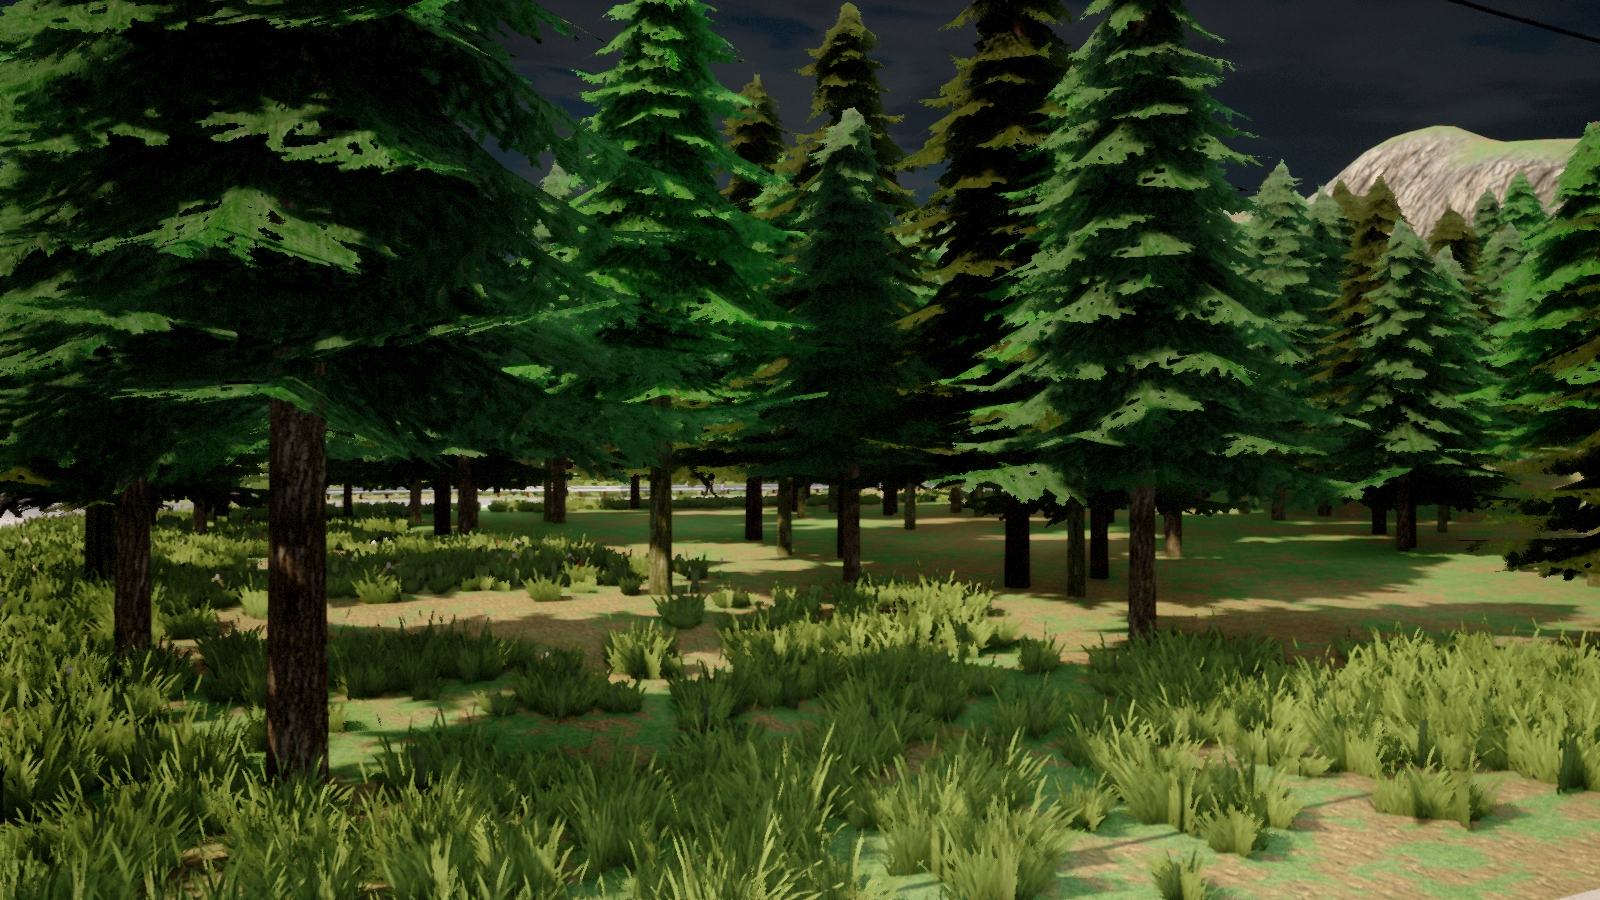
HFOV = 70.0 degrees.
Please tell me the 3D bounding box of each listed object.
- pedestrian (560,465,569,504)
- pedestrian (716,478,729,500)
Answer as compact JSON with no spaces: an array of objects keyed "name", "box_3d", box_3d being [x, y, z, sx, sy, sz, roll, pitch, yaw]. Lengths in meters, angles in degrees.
[{"name":"pedestrian","box_3d":[-11.441,1.670,55.497,0.375,1.860,0.375,0,0,-22]},{"name":"pedestrian","box_3d":[-4.092,2.050,60.187,0.500,1.100,0.500,0,0,-36]}]
